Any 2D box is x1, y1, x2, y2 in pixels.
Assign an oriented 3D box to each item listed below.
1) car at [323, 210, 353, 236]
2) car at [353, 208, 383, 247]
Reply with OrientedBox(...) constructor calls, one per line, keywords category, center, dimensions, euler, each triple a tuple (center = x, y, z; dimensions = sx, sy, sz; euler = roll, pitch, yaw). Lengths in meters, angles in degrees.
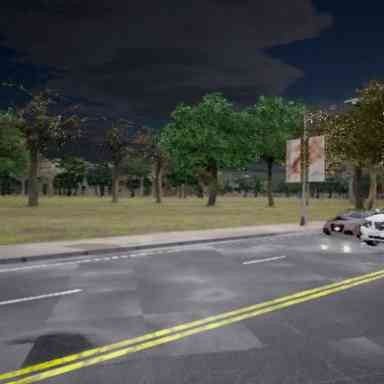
OrientedBox(category="car", center=(9.037, 1.707, 18.167), dimensions=(4.181, 1.385, 1.994), euler=(1, 0, -36))
OrientedBox(category="car", center=(9.741, 1.347, 14.676), dimensions=(5.566, 2.045, 2.150), euler=(1, 0, -36))
